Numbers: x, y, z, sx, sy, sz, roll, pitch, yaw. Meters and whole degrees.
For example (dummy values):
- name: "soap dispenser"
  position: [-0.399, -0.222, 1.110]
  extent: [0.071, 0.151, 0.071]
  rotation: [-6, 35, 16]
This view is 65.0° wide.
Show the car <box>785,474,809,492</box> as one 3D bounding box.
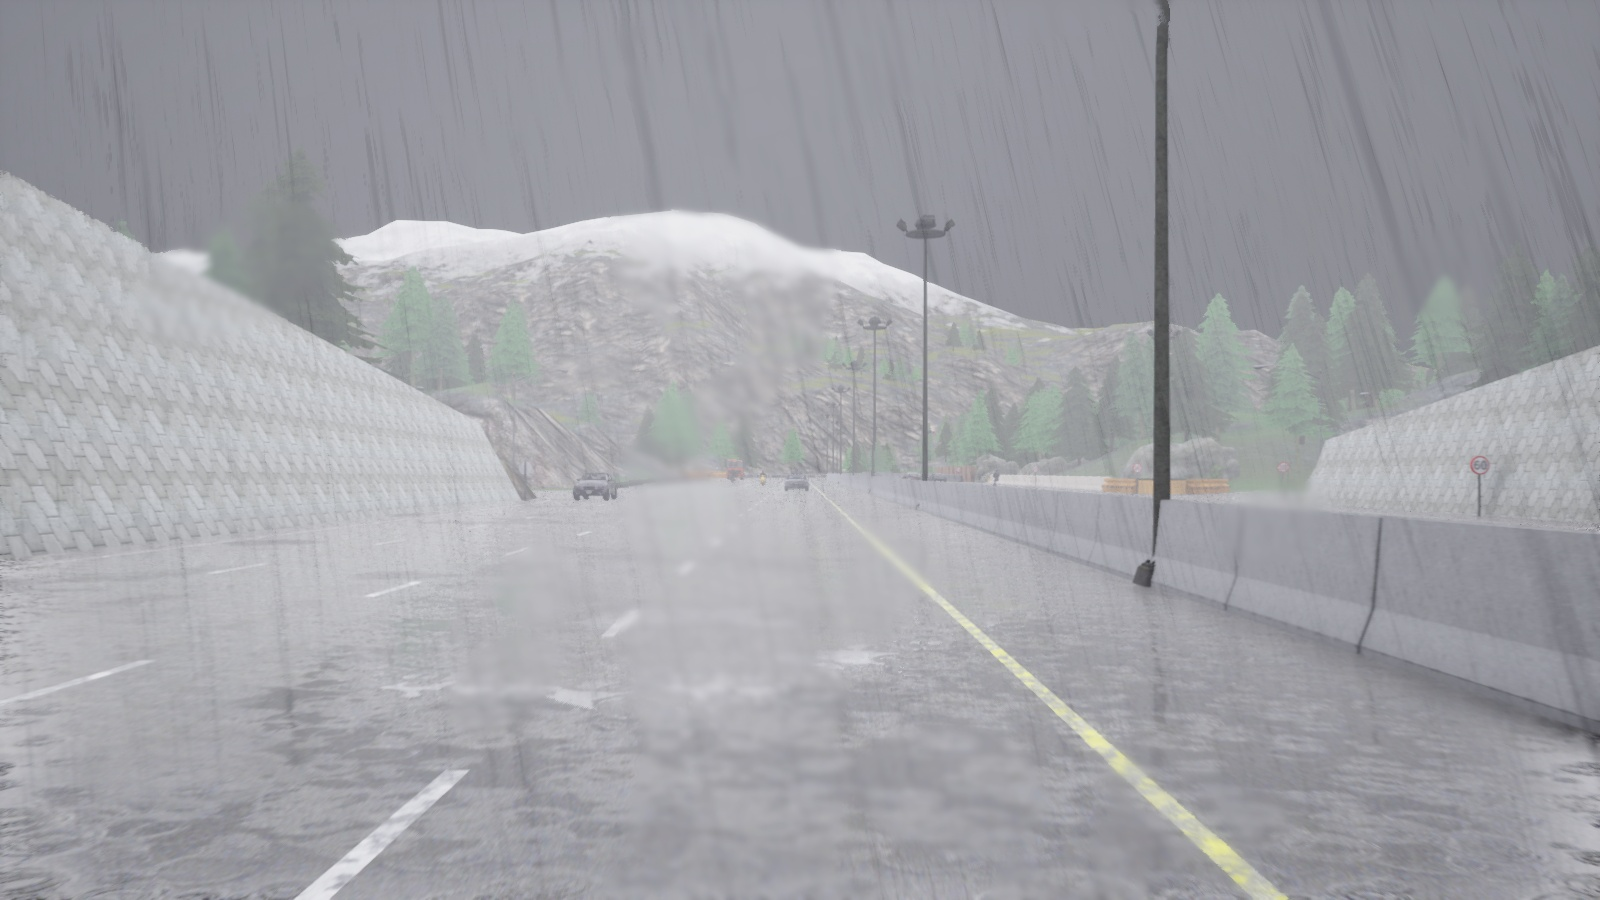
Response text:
- name: "car"
  position: [-0.239, 2.568, 98.656]
  extent: [1.895, 1.301, 4.718]
  rotation: [0, -1, 0]

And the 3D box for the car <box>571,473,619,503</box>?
- name: "car"
  position: [-10.659, 1.967, 65.495]
  extent: [1.816, 1.474, 4.193]
  rotation: [0, -1, 0]
